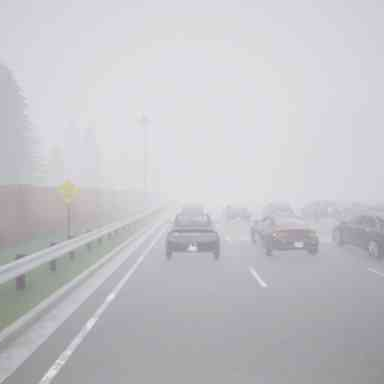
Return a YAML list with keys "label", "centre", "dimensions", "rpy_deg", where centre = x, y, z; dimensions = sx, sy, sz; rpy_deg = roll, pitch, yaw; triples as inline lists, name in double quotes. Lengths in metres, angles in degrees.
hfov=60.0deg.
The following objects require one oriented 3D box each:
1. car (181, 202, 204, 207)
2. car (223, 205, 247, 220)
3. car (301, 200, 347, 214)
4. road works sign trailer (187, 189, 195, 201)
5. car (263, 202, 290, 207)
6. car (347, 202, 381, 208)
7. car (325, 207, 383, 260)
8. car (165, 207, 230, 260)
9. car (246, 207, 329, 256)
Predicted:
- label: "car"
  centre: [0.057, 1.570, 28.793]
  dimensions: [1.882, 1.535, 5.008]
  rpy_deg: [0, 0, 1]
- label: "car"
  centre: [3.540, 1.687, 26.989]
  dimensions: [1.895, 1.301, 4.718]
  rpy_deg: [0, 0, 1]
- label: "car"
  centre: [10.547, 1.439, 27.513]
  dimensions: [2.097, 1.767, 4.553]
  rpy_deg: [0, 0, 1]
- label: "road works sign trailer"
  centre: [-0.304, 0.762, 92.999]
  dimensions: [2.380, 3.560, 2.880]
  rpy_deg: [0, 0, 0]
- label: "car"
  centre: [7.047, 1.594, 27.630]
  dimensions: [1.837, 1.490, 4.892]
  rpy_deg: [0, 0, 1]
- label: "car"
  centre: [14.047, 1.594, 27.633]
  dimensions: [1.837, 1.490, 4.892]
  rpy_deg: [0, 0, 1]
- label: "car"
  centre: [7.044, 1.546, 12.630]
  dimensions: [1.837, 1.490, 4.892]
  rpy_deg: [0, 0, 1]
- label: "car"
  centre: [0.044, 1.533, 12.601]
  dimensions: [2.128, 1.511, 4.902]
  rpy_deg: [0, 0, 1]
- label: "car"
  centre: [3.551, 1.568, 13.284]
  dimensions: [1.812, 1.442, 4.674]
  rpy_deg: [0, 0, 1]
